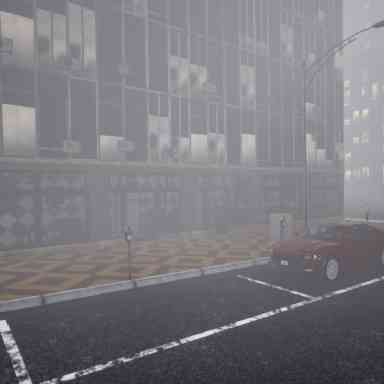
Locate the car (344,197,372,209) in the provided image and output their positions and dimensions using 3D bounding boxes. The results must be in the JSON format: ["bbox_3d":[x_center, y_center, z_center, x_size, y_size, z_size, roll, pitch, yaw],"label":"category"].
[{"bbox_3d":[18.691,1.275,39.604,1.752,1.417,4.829,-1,1,-35],"label":"car"}]

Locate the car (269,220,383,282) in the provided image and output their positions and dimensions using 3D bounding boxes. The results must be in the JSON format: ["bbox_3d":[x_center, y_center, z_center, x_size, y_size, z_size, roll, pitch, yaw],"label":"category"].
[{"bbox_3d":[4.158,1.542,9.721,4.507,1.381,1.887,0,-1,-36],"label":"car"}]
